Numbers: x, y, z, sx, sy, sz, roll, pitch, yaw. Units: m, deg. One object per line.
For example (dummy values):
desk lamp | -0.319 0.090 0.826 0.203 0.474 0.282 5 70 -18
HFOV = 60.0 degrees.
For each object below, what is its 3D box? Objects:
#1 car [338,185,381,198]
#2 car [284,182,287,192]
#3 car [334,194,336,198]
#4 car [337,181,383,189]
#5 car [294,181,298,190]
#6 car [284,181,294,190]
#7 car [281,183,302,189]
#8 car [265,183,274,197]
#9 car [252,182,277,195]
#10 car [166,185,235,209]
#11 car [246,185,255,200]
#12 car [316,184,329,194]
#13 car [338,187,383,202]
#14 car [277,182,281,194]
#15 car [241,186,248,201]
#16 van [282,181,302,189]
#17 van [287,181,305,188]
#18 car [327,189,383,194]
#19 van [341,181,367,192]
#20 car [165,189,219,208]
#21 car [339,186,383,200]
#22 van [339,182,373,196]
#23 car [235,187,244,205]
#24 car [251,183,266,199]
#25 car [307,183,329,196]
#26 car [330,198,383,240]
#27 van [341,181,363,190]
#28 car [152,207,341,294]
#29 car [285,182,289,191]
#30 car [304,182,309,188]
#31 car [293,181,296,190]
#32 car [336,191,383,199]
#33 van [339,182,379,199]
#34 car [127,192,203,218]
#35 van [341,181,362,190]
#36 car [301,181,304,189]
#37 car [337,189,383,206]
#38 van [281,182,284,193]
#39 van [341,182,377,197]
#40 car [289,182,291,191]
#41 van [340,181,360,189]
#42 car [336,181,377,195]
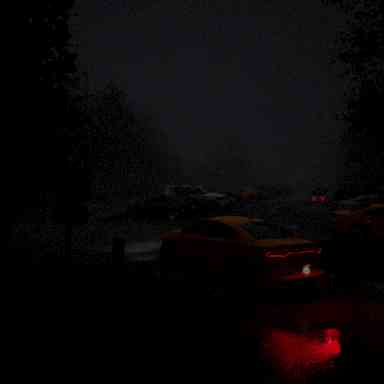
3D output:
car | 22.308 -0.096 44.620 5.008 1.535 2.097 1 2 24
car | 12.623 -0.472 55.090 4.792 1.488 2.163 1 2 24
car | 10.989 1.074 19.375 4.792 1.488 2.163 1 3 24
car | 15.558 0.314 29.445 5.566 2.045 2.435 1 3 24
car | 18.302 -0.981 67.746 4.892 1.521 2.231 1 2 24
car | 15.876 -0.796 62.752 5.366 1.575 1.946 1 2 24
car | 23.969 -1.423 80.410 4.674 1.452 2.002 1 2 24
car | 7.164 0.000 42.343 5.366 1.575 1.946 1 3 24
car | 9.285 -0.335 47.462 4.553 1.767 2.185 1 3 24
car | 0.232 0.463 27.204 5.566 2.045 2.435 1 3 24
car | 3.432 0.347 34.900 5.366 1.575 1.946 1 3 24
car | 22.384 -0.568 56.910 1.882 1.535 5.008 1 2 24
car | 18.997 0.237 37.151 4.792 1.488 2.163 1 3 24
car | 10.413 -0.279 49.999 4.792 1.488 2.163 1 2 24
car | 2.476 0.474 32.290 4.892 1.521 2.231 1 3 24
van | 24.992 -1.787 82.982 4.442 1.987 1.878 1 2 24
van | 28.380 -2.001 90.569 4.442 1.987 1.878 1 1 24
car | 13.105 0.798 24.491 5.366 1.575 1.946 1 3 24
van | 31.495 -1.092 64.903 4.442 1.987 1.878 1 2 24
car | -0.920 0.834 24.693 5.008 1.535 2.097 1 3 24
car | 20.073 0.134 39.559 4.792 1.488 2.163 1 3 24
van | 24.455 -0.516 49.717 4.442 1.987 1.878 1 2 24
car | 1.507 0.593 29.684 5.366 1.575 1.946 1 3 24
car | 5.744 0.103 40.074 5.366 1.575 1.946 1 3 24
car | 18.186 -0.197 47.515 2.128 1.511 4.902 1 2 24
car | 8.803 1.279 14.423 5.008 1.535 2.097 1 3 24
van | 36.012 -1.476 75.014 4.442 1.987 1.878 1 2 24
car | 0.942 1.359 8.600 1.882 1.535 5.008 2 -1 -32
car | 13.755 -0.569 57.623 4.792 1.488 2.163 1 2 24
car | 26.256 -1.906 85.455 5.566 2.045 2.435 1 2 24
car | 17.182 -0.885 65.207 4.892 1.521 2.231 1 2 24
car | 9.966 1.034 16.930 4.553 1.767 2.185 1 3 24
van | 21.069 -0.224 42.116 4.442 1.987 1.878 1 3 24
car | -2.083 0.983 22.176 4.792 1.488 2.163 1 3 24
van | 37.090 -1.567 77.428 4.442 1.987 1.878 1 2 24
car | 22.830 -1.367 77.879 5.008 1.535 2.097 1 2 24
car | 16.635 0.473 32.007 4.792 1.488 2.163 1 3 24
van | 11.625 -0.629 52.488 4.442 1.987 1.878 1 2 24
van | 23.539 -0.416 47.094 4.442 1.987 1.878 1 2 24
car | 14.887 -0.665 60.157 4.792 1.488 2.163 1 2 24
van | 38.060 -1.672 80.172 4.442 1.987 1.878 1 2 24
car | 25.665 -0.636 52.207 5.566 2.045 2.435 1 2 24
